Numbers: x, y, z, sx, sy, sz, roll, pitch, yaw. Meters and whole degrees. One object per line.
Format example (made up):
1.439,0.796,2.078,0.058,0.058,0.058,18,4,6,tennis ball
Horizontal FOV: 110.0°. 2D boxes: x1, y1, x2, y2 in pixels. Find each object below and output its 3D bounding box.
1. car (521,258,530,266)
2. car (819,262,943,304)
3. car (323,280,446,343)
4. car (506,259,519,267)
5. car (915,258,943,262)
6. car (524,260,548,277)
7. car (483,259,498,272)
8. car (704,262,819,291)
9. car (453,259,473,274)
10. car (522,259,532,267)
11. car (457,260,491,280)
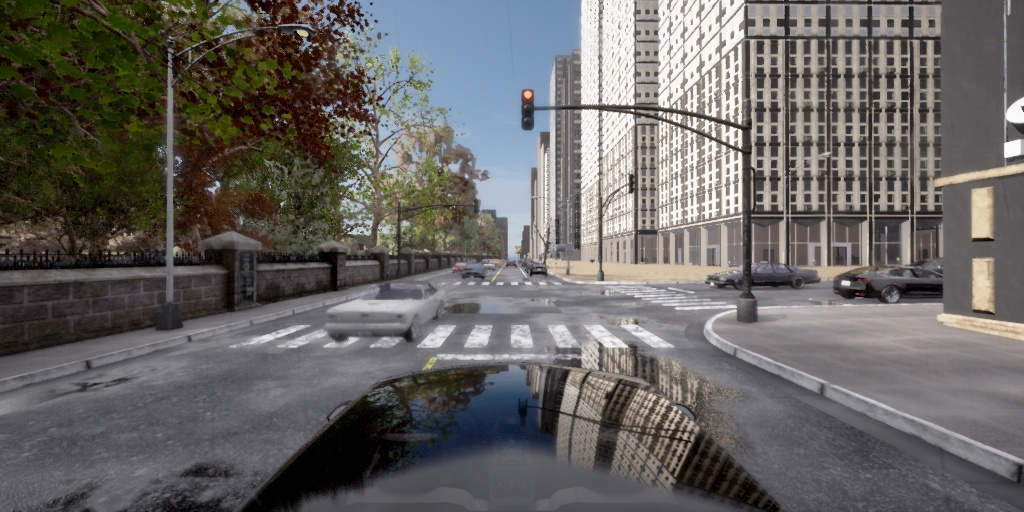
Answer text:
2.538,1.337,47.314,1.948,1.339,4.313,0,0,0,car
14.647,1.026,13.507,4.313,1.339,1.948,0,0,0,car
-3.128,1.352,9.803,1.895,1.301,4.718,0,0,0,car
-0.110,1.317,65.313,1.812,1.442,4.674,0,0,0,car
23.118,0.845,19.373,4.892,1.490,1.837,-1,0,0,car
2.575,1.329,36.049,1.948,1.339,4.313,0,0,0,car
-3.251,1.373,47.784,1.895,1.301,4.718,0,0,0,car
13.389,1.053,19.277,5.357,1.411,2.033,-1,0,-1,car
-5.824,1.349,41.654,1.802,1.307,4.207,0,0,0,car
2.556,1.333,41.682,1.948,1.339,4.313,0,0,0,car
-3.197,1.308,31.246,2.033,1.411,5.357,0,0,0,car
